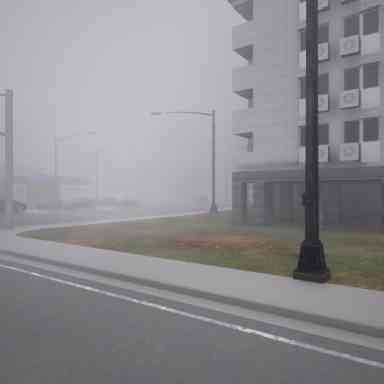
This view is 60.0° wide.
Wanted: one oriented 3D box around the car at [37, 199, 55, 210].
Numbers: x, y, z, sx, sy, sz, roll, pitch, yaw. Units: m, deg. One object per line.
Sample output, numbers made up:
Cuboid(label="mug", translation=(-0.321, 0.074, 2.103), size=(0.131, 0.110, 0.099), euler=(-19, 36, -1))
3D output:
Cuboid(label="car", translation=(-17.577, 1.564, 42.491), size=(1.994, 1.385, 4.181), euler=(0, 0, 31))

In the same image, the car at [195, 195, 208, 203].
Cuboid(label="car", translation=(2.026, 1.353, 69.982), size=(2.097, 1.767, 4.553), euler=(0, 0, -8))

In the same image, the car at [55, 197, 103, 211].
Cuboid(label="car", translation=(-14.061, 1.492, 41.573), size=(2.128, 1.511, 4.902), euler=(0, 0, 30))

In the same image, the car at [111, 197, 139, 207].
Cuboid(label="car", translation=(-9.930, 1.601, 50.862), size=(1.895, 1.301, 4.718), euler=(0, 0, 16))

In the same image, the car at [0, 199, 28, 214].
Cuboid(label="car", translation=(-19.362, 1.478, 33.714), size=(1.882, 1.535, 5.008), euler=(0, 0, 36))

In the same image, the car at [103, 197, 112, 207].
Cuboid(label="car", translation=(-13.356, 1.478, 51.663), size=(1.882, 1.535, 5.008), euler=(0, 0, 16))
